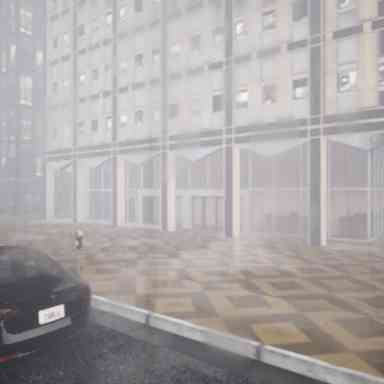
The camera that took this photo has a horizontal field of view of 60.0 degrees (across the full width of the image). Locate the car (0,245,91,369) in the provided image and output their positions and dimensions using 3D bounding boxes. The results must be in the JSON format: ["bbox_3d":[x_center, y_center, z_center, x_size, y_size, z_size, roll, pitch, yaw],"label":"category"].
[{"bbox_3d":[-3.422,1.535,5.321,4.313,1.339,1.947,0,0,36],"label":"car"}]
